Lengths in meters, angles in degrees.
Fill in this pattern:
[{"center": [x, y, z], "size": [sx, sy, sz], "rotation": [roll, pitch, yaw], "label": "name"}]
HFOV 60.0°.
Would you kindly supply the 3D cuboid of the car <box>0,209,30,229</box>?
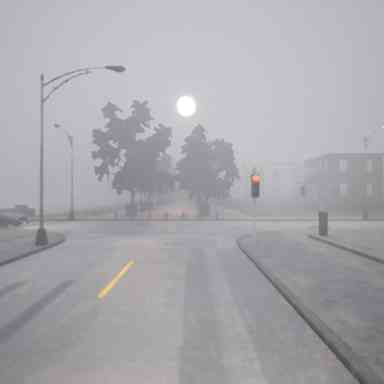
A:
[{"center": [-14.274, 1.739, 23.123], "size": [5.357, 1.411, 2.033], "rotation": [0, -1, 0], "label": "car"}]
